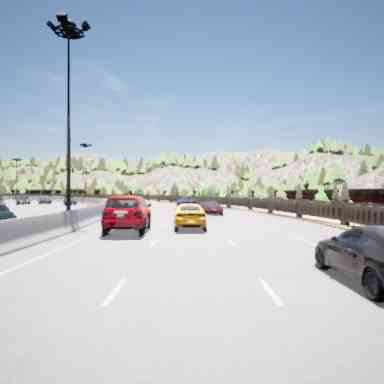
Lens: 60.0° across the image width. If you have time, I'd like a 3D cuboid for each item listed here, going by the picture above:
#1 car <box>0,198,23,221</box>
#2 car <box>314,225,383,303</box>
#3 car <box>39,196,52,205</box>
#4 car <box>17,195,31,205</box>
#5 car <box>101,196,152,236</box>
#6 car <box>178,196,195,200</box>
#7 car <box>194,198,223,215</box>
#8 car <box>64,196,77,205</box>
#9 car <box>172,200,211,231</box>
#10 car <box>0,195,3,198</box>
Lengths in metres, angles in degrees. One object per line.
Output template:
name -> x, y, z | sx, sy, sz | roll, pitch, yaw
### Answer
car -> -10.736, 1.341, 16.593 | 2.097, 1.767, 4.553 | 0, 0, -2
car -> 4.572, 1.537, 8.114 | 1.812, 1.442, 4.674 | 0, 0, 0
car -> -26.901, 1.523, 60.903 | 2.033, 1.411, 5.357 | 0, 0, -30
car -> -29.890, 1.329, 59.029 | 2.097, 1.767, 4.553 | 0, 0, -30
car -> -3.543, 1.223, 18.615 | 2.150, 2.045, 5.566 | 0, 0, -3
car -> -0.692, 1.367, 44.316 | 2.097, 1.767, 4.553 | 0, 0, -16
car -> 1.764, 1.579, 33.411 | 1.994, 1.385, 4.181 | 0, 0, -10
car -> -20.914, 1.491, 57.150 | 1.837, 1.490, 4.892 | 0, 0, -26
car -> -0.205, 1.485, 20.905 | 1.882, 1.535, 5.008 | 0, 0, -4
car -> -14.509, 1.207, 22.235 | 2.150, 2.045, 5.566 | 0, 0, -5
